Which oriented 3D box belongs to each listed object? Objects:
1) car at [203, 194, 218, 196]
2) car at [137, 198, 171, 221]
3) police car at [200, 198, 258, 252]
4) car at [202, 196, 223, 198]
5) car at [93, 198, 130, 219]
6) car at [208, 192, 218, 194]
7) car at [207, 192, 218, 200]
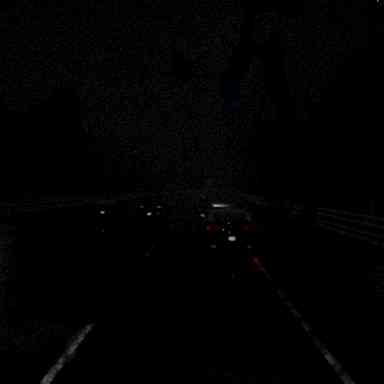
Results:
[{"bbox_3d":[2.105,1.136,28.840,1.812,1.442,4.674,0,1,3],"label":"car"},{"bbox_3d":[-2.616,1.166,23.839,2.128,1.511,4.902,0,1,3],"label":"car"},{"bbox_3d":[1.365,1.246,13.214,1.930,1.638,5.238,0,1,2],"label":"police car"},{"bbox_3d":[1.780,1.215,22.942,1.812,1.442,4.674,0,1,3],"label":"car"},{"bbox_3d":[-6.045,1.178,25.312,1.812,1.442,4.674,0,1,3],"label":"car"},{"bbox_3d":[2.570,0.905,49.125,1.994,1.385,4.181,0,1,6],"label":"car"},{"bbox_3d":[3.945,0.685,63.218,1.812,1.442,4.674,0,1,7],"label":"car"}]
